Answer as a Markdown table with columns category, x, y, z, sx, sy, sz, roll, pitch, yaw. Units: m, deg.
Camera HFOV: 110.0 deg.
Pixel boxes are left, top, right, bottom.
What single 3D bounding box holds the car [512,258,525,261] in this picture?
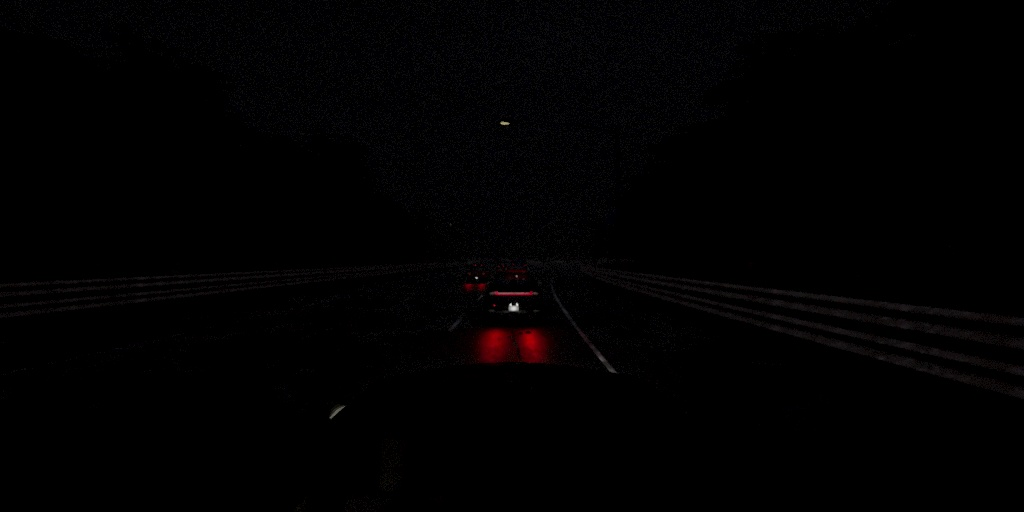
| category | x | y | z | sx | sy | sz | roll | pitch | yaw |
| --- | --- | --- | --- | --- | --- | --- | --- | --- | --- |
| car | 0.921 | 1.319 | 49.076 | 2.150 | 2.045 | 5.566 | 0 | 0 | 2 |

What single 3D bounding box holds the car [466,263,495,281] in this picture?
| category | x | y | z | sx | sy | sz | roll | pitch | yaw |
| --- | --- | --- | --- | --- | --- | --- | --- | --- | --- |
| car | -2.973 | 1.593 | 33.180 | 1.895 | 1.301 | 4.718 | 0 | 0 | 2 |

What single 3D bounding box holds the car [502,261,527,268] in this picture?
| category | x | y | z | sx | sy | sz | roll | pitch | yaw |
| --- | --- | --- | --- | --- | --- | --- | --- | --- | --- |
| car | 0.419 | 1.455 | 30.414 | 1.882 | 1.535 | 5.008 | 0 | -1 | 1 |

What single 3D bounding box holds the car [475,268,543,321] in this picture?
| category | x | y | z | sx | sy | sz | roll | pitch | yaw |
| --- | --- | --- | --- | --- | --- | --- | --- | --- | --- |
| car | 0.079 | 1.340 | 12.928 | 2.128 | 1.511 | 4.902 | 0 | 0 | 1 |
